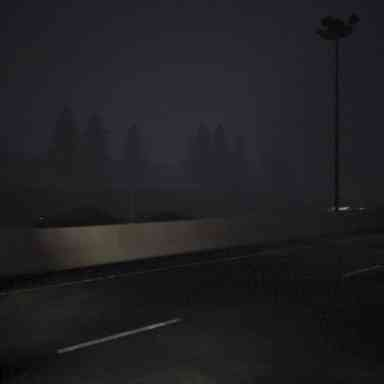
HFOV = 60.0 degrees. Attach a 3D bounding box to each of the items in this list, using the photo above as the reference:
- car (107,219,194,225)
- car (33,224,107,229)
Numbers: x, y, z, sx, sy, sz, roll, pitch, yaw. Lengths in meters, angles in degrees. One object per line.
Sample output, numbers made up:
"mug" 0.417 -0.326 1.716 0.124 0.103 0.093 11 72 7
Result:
"car" -1.546 1.566 15.822 4.181 1.385 1.994 0 0 -36
"car" -5.657 1.602 17.149 4.718 1.301 1.895 0 0 -35
